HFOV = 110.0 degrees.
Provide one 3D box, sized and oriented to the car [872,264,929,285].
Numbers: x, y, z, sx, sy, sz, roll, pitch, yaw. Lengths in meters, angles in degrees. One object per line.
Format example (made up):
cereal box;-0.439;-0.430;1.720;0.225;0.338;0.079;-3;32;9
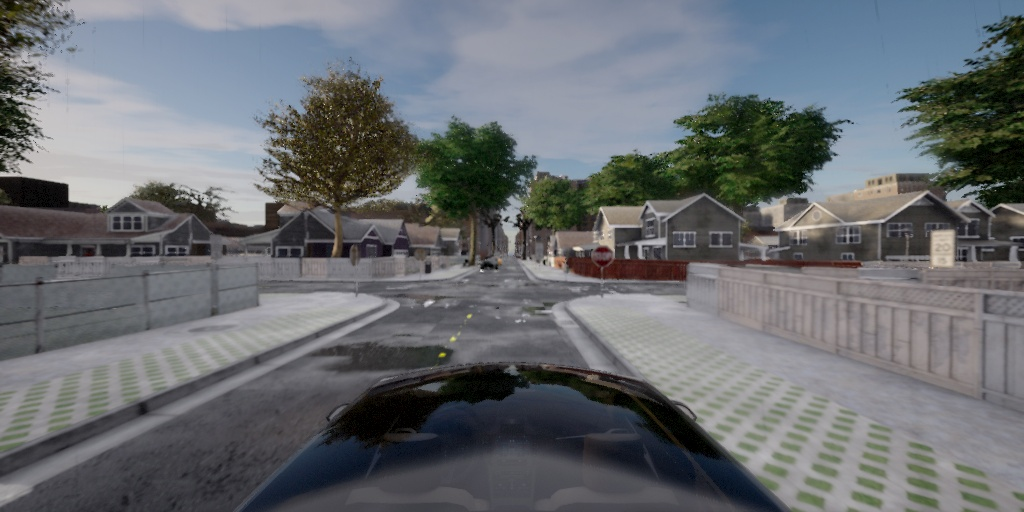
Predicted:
car;22.989;1.249;21.652;4.902;1.511;2.128;0;0;0

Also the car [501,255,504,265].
car;-2.715;0.821;59.851;1.882;1.535;5.008;0;0;1

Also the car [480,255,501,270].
car;-2.772;0.797;44.448;2.097;1.767;4.553;0;0;0
